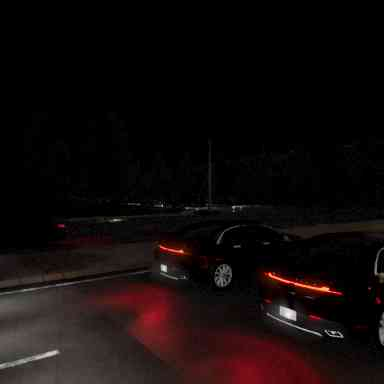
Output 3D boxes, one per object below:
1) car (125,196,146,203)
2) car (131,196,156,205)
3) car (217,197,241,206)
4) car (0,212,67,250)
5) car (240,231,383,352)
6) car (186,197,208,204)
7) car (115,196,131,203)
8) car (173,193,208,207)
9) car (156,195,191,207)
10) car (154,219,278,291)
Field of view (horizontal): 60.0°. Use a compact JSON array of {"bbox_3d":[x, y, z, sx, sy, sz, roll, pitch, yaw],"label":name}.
[{"bbox_3d":[-11.764,1.540,69.062,2.033,1.411,5.357,0,0,-35],"label":"car"},{"bbox_3d":[-8.360,1.601,57.968,1.895,1.301,4.718,0,0,-35],"label":"car"},{"bbox_3d":[6.124,1.526,55.603,1.812,1.442,4.674,0,0,-35],"label":"car"},{"bbox_3d":[-7.321,1.526,12.896,4.674,1.442,1.812,0,0,-35],"label":"car"},{"bbox_3d":[3.368,1.505,6.200,4.892,1.490,1.837,0,0,-35],"label":"car"},{"bbox_3d":[0.910,1.601,63.065,1.895,1.301,4.718,0,0,-35],"label":"car"},{"bbox_3d":[-14.131,1.491,66.311,2.128,1.511,4.902,0,0,-35],"label":"car"},{"bbox_3d":[-0.105,1.221,52.242,2.150,2.045,5.566,0,0,-36],"label":"car"},{"bbox_3d":[-2.869,1.547,50.104,2.033,1.411,5.357,0,0,-35],"label":"car"},{"bbox_3d":[1.336,1.505,9.049,4.892,1.490,1.837,0,0,-35],"label":"car"}]
